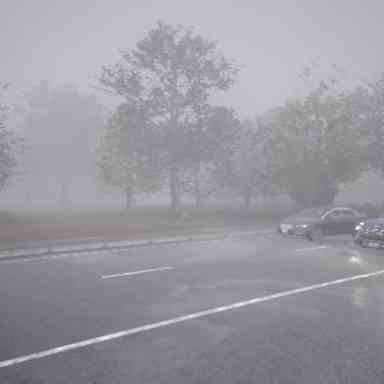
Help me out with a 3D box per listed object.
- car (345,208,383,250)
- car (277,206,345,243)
[{"bbox_3d":[8.502,1.306,12.972,4.553,1.767,2.097,0,0,-27],"label":"car"},{"bbox_3d":[6.220,1.431,15.725,4.902,1.511,2.128,0,0,-28],"label":"car"}]
